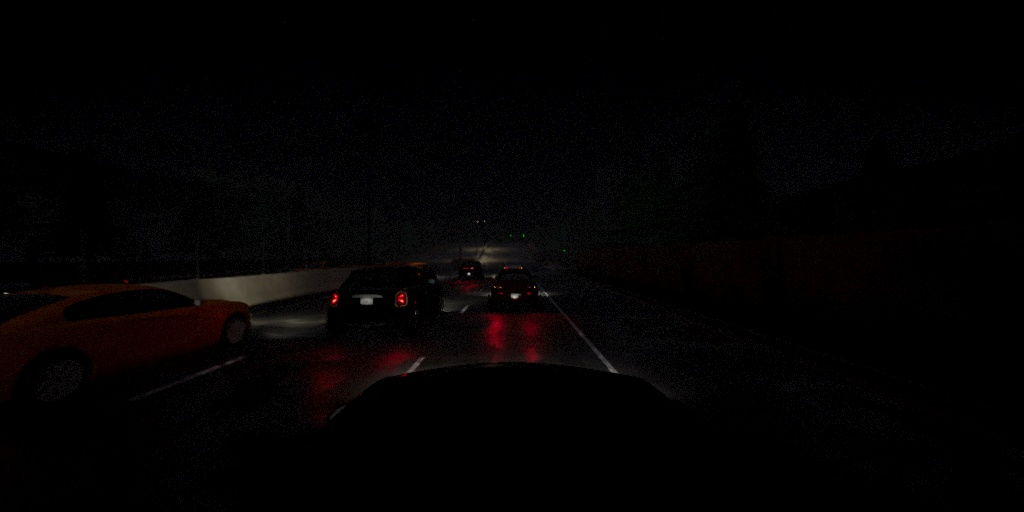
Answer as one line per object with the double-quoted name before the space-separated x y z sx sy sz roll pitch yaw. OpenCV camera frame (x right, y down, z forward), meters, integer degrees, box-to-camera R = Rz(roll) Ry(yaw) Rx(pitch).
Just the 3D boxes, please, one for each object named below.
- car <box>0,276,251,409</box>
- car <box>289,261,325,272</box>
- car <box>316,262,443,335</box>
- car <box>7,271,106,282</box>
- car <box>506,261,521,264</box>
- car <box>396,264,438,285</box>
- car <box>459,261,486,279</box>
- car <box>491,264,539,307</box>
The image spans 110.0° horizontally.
"car" -6.900 1.212 6.152 1.882 1.535 5.008 0 0 0
"car" -14.023 1.147 25.932 1.882 1.535 5.008 0 0 0
"car" -3.398 1.074 10.515 2.097 1.767 4.553 0 0 0
"car" -17.589 1.273 13.812 1.994 1.385 4.181 0 0 0
"car" 0.102 1.175 32.789 1.812 1.442 4.674 0 0 0
"car" -6.899 1.270 26.549 1.895 1.301 4.718 0 0 0
"car" -3.398 1.160 30.632 1.837 1.490 4.892 0 0 0
"car" 0.108 1.233 15.035 1.812 1.442 4.674 0 0 0
